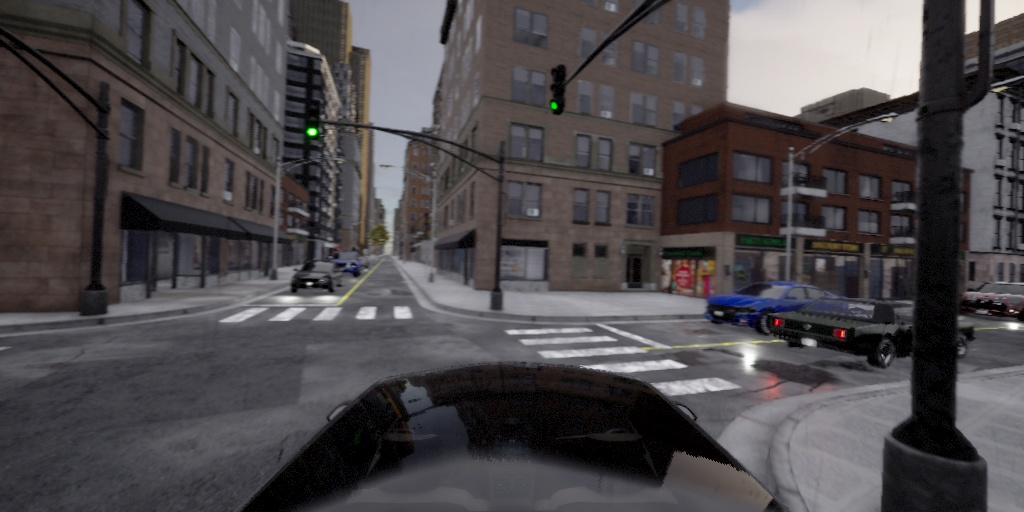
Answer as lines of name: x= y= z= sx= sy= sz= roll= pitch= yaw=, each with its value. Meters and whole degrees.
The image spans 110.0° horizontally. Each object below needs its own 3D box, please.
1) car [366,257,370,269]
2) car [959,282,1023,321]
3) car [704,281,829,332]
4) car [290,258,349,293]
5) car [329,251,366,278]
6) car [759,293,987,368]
car: x=-19.118 y=0.823 z=45.420 sx=2.128 sy=1.511 sz=4.902 roll=2 pitch=-1 yaw=-18
car: x=23.511 y=2.029 z=17.024 sx=4.553 sy=1.767 sz=2.097 roll=2 pitch=0 yaw=-19
car: x=8.796 y=1.605 z=11.959 sx=5.008 sy=1.535 sz=1.882 roll=2 pitch=0 yaw=-19
car: x=-9.958 y=0.998 z=18.611 sx=1.837 sy=1.490 sz=4.892 roll=2 pitch=0 yaw=-18
car: x=-13.830 y=0.646 z=29.927 sx=2.150 sy=2.045 sz=5.566 roll=2 pitch=-1 yaw=-19
car: x=8.659 y=1.697 z=8.634 sx=4.718 sy=1.301 sz=1.895 roll=2 pitch=0 yaw=-19
